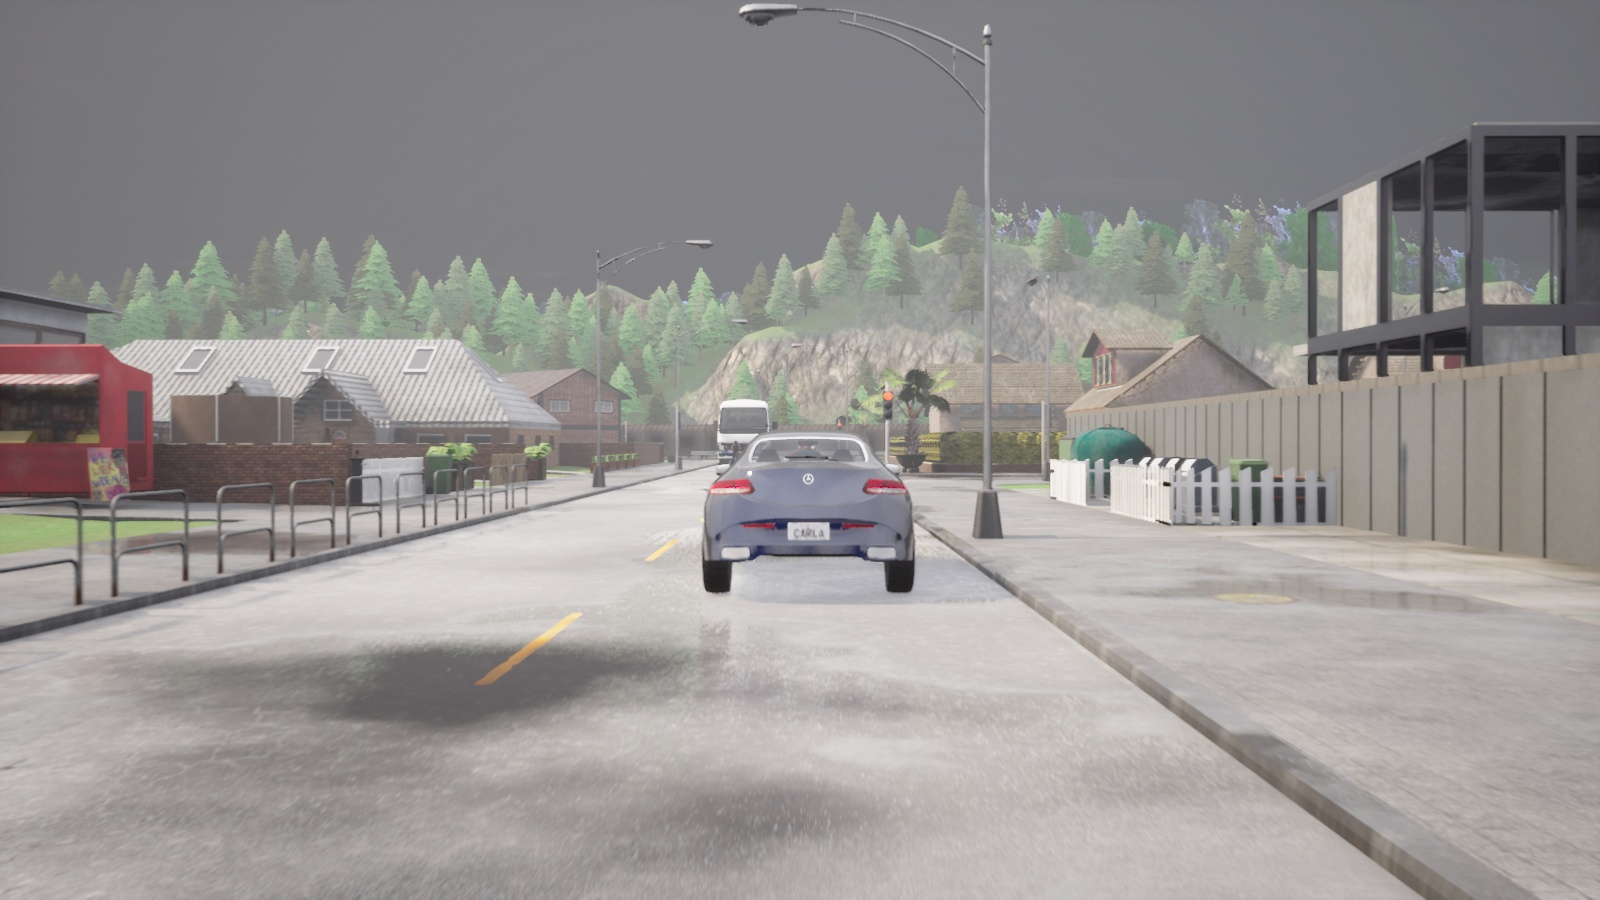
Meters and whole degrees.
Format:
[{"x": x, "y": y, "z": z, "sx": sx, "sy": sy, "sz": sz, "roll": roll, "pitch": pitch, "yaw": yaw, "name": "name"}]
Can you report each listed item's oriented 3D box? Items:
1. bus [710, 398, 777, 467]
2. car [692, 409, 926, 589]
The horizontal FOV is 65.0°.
[{"x": -3.539, "y": -1.093, "z": 81.700, "sx": 3.944, "sy": 4.253, "sz": 10.273, "roll": 0, "pitch": 0, "yaw": -1, "name": "bus"}, {"x": 0.090, "y": 0.445, "z": 14.047, "sx": 2.152, "sy": 1.651, "sz": 5.027, "roll": 0, "pitch": 0, "yaw": 0, "name": "car"}]
